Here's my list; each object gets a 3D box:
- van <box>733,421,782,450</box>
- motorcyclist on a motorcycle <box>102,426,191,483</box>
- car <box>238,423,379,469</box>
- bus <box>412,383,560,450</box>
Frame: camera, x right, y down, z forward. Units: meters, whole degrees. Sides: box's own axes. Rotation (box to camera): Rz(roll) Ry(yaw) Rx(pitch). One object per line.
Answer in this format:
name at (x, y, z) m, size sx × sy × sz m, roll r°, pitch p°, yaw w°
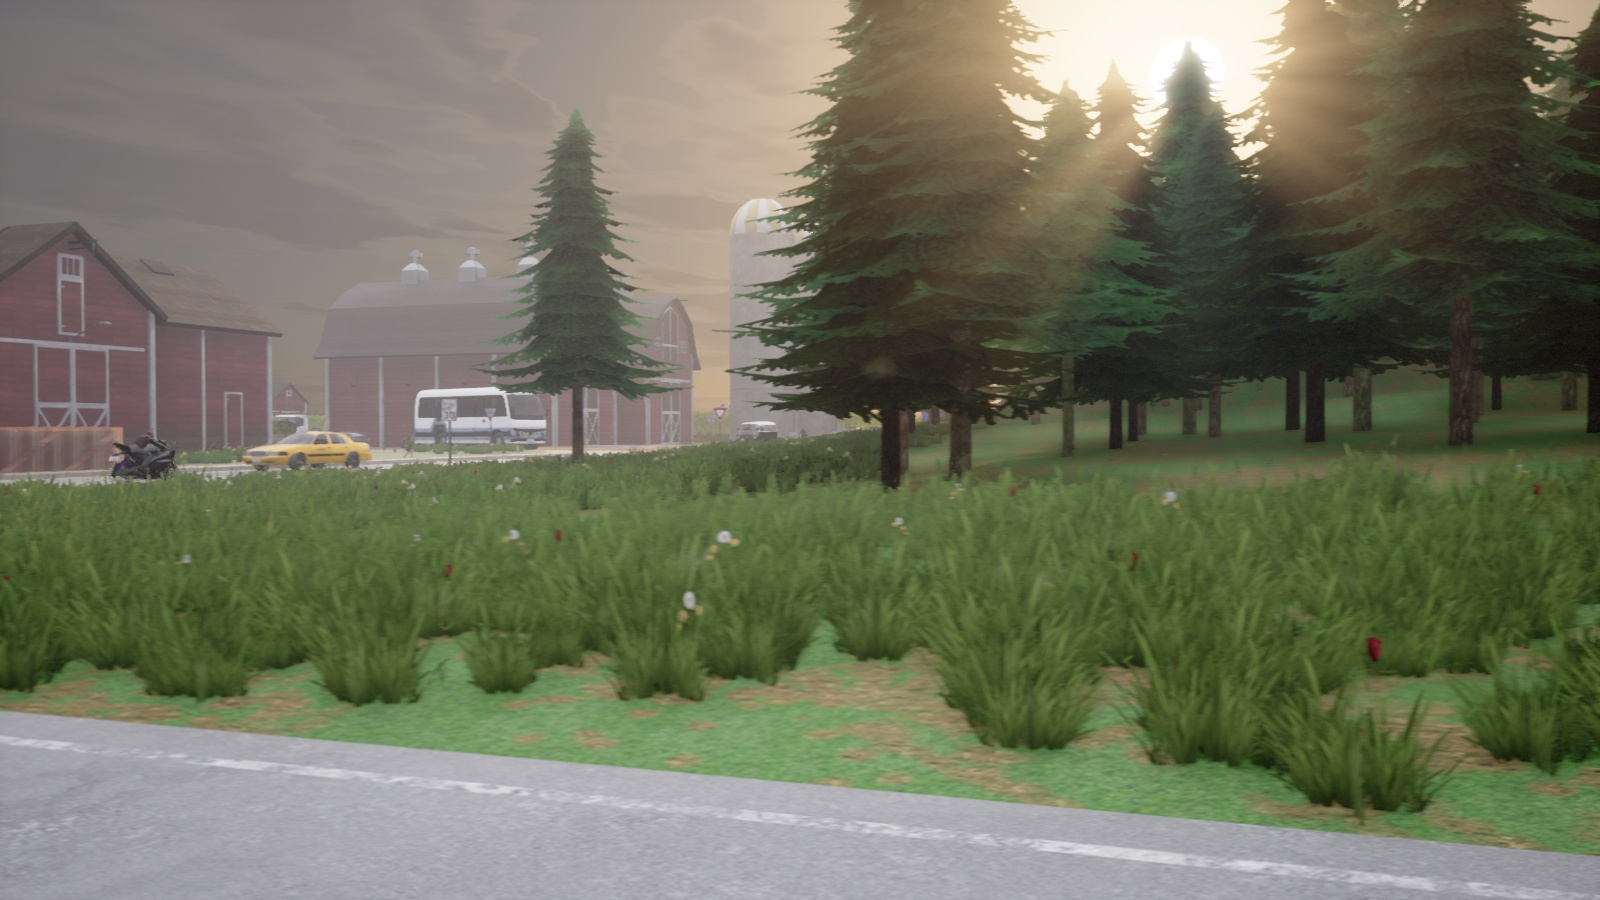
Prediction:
van at (-3.051, -1.049, 90.363) m, size 2.069 × 2.038 × 4.480 m, roll 1°, pitch 1°, yaw 19°
motorcyclist on a motorcycle at (-18.122, 0.095, 34.867) m, size 0.866 × 1.530 × 2.191 m, roll 1°, pitch 1°, yaw 19°
car at (-17.978, -0.182, 46.216) m, size 1.801 × 1.575 × 5.366 m, roll 1°, pitch 1°, yaw 19°
bus at (-21.162, -2.194, 84.321) m, size 10.273 × 4.253 × 3.944 m, roll 1°, pitch 1°, yaw 35°
